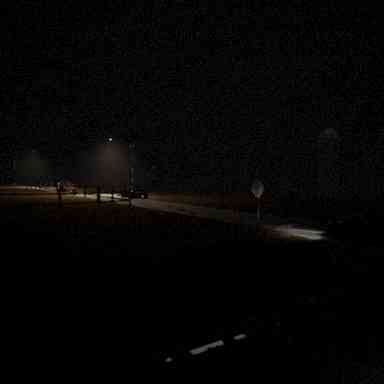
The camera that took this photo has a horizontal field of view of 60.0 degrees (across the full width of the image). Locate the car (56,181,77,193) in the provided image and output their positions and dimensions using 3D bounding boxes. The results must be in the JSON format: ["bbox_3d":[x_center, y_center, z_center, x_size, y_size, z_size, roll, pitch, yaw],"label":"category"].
[{"bbox_3d":[-18.795,-0.845,49.910,2.097,1.767,4.553,1,2,-36],"label":"car"}]

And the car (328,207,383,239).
[{"bbox_3d":[8.114,1.306,13.600,4.674,1.442,1.812,3,4,23],"label":"car"}]

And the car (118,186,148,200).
[{"bbox_3d":[-6.778,0.127,38.050,1.837,1.490,4.892,1,1,-36],"label":"car"}]
